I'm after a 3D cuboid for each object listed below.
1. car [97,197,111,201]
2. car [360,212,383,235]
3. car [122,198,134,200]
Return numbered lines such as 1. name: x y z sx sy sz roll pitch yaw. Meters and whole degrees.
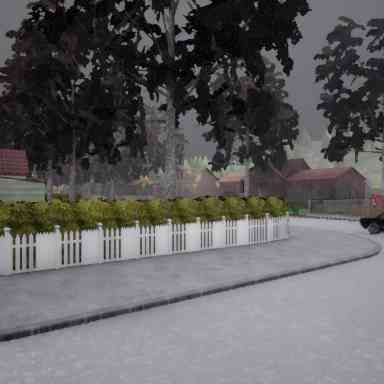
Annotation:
1. car: -17.267 1.564 64.464 1.994 1.385 4.181 0 0 -36
2. car: 10.644 1.601 16.176 1.895 1.301 4.718 0 0 -15
3. car: -8.335 1.526 44.737 1.812 1.442 4.674 0 0 -35
